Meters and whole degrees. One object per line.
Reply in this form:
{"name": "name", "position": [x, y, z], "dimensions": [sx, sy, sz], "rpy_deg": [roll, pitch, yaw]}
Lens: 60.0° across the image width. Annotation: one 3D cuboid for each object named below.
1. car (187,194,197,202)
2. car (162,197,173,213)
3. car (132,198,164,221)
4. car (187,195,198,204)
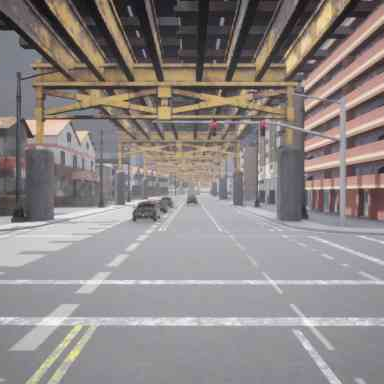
{"name": "car", "position": [0.003, 1.299, 69.721], "dimensions": [1.882, 1.535, 5.008], "rpy_deg": [0, 1, 0]}
{"name": "car", "position": [-3.639, 1.547, 36.912], "dimensions": [2.033, 1.411, 5.357], "rpy_deg": [0, 0, 0]}
{"name": "car", "position": [-3.629, 1.505, 27.060], "dimensions": [1.837, 1.490, 4.892], "rpy_deg": [0, 0, 0]}
{"name": "car", "position": [0.029, 1.518, 59.759], "dimensions": [1.895, 1.301, 4.718], "rpy_deg": [0, 0, 0]}
